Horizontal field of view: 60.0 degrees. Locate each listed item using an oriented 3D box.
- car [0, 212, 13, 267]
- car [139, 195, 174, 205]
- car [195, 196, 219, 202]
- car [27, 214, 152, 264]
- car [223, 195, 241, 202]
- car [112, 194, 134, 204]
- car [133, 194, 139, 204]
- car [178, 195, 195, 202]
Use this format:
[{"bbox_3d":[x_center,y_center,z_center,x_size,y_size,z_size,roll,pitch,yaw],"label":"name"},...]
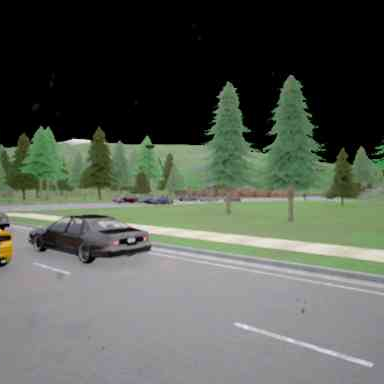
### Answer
[{"bbox_3d":[-7.229,1.417,10.023,5.008,1.535,1.882,0,0,40],"label":"car"},{"bbox_3d":[-5.195,1.360,52.391,2.033,1.411,5.357,0,0,40],"label":"car"},{"bbox_3d":[3.380,1.382,67.819,1.895,1.301,4.718,0,0,40],"label":"car"},{"bbox_3d":[-3.766,1.495,11.697,5.357,1.411,2.033,0,0,40],"label":"car"},{"bbox_3d":[8.219,1.389,68.120,1.994,1.385,4.181,0,0,40],"label":"car"},{"bbox_3d":[-11.222,1.129,56.084,2.097,1.767,4.553,0,0,40],"label":"car"},{"bbox_3d":[-6.852,1.286,55.837,2.128,1.511,4.902,0,0,40],"label":"car"},{"bbox_3d":[-0.947,1.335,68.128,1.994,1.385,4.181,0,0,41],"label":"car"}]
